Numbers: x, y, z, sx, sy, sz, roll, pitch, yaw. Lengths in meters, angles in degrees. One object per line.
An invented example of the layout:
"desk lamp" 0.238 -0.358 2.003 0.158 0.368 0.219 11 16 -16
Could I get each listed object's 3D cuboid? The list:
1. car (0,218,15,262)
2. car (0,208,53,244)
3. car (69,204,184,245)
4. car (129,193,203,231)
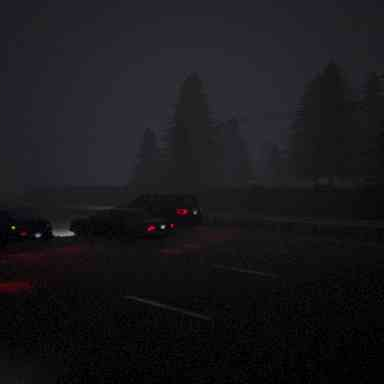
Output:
"car" -7.257 1.419 9.077 5.357 1.411 2.033 1 0 36
"car" -7.537 1.363 13.604 4.674 1.442 1.812 1 1 36
"car" -3.193 1.419 14.777 5.357 1.411 2.033 1 0 36
"car" -2.011 1.082 18.244 5.566 2.045 2.150 1 1 36
